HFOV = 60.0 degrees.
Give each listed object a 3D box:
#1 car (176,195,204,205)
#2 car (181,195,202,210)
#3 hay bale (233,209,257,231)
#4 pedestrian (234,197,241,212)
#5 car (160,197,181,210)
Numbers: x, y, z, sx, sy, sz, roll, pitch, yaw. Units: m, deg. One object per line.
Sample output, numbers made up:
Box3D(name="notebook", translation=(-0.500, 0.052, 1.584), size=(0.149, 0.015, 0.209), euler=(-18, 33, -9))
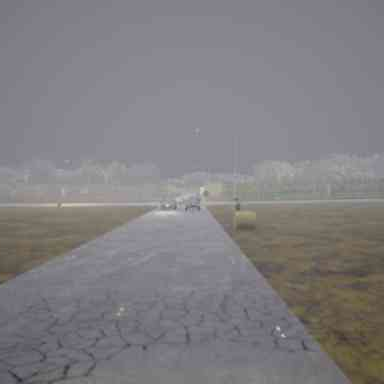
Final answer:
Box3D(name="car", translation=(-0.297, 1.317, 55.650), size=(2.128, 1.511, 4.902), euler=(0, 1, 37))
Box3D(name="car", translation=(0.104, 1.458, 40.784), size=(2.033, 1.411, 5.357), euler=(0, 0, 0))
Box3D(name="hay bale", translation=(3.146, 1.635, 19.861), size=(1.220, 1.180, 1.240), euler=(1, 1, 0))
Box3D(name="pedestrian", translation=(2.834, 1.251, 20.992), size=(0.375, 1.860, 0.375), euler=(-1, 2, -10))
Box3D(name="car", translation=(-2.792, 1.405, 40.546), size=(2.128, 1.511, 4.902), euler=(0, 0, 0))
